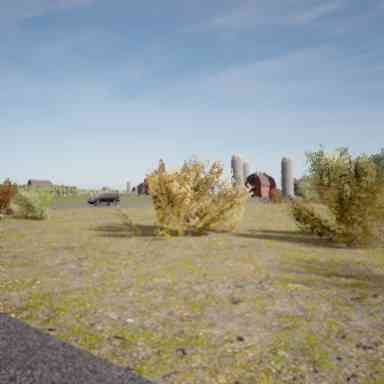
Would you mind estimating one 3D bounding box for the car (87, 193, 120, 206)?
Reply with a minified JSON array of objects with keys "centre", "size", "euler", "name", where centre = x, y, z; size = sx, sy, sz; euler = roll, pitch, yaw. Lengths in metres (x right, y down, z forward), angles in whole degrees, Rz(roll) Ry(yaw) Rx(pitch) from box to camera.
[{"centre":[-14.079,1.155,53.274],"size":[2.150,2.045,5.566],"euler":[0,-1,36],"name":"car"}]
